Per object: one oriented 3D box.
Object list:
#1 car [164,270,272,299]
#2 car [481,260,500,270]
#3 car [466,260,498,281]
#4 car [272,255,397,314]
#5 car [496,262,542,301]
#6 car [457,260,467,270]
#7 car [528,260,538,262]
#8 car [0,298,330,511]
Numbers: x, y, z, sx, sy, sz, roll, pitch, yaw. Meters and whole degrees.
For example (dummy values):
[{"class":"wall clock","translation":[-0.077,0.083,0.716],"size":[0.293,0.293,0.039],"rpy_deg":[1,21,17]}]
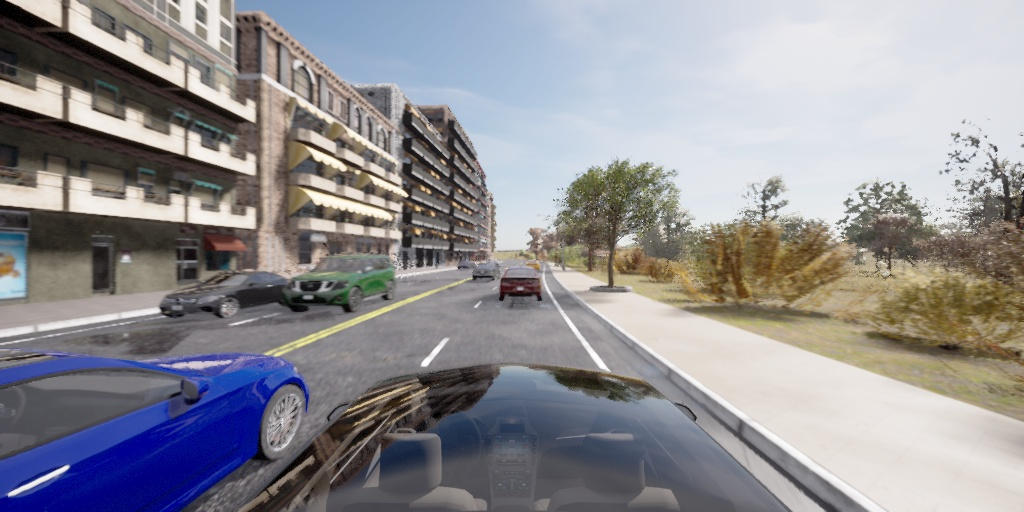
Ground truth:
[{"class":"car","translation":[-9.652,1.246,12.747],"size":[1.812,1.442,4.674],"rpy_deg":[0,0,2]},{"class":"car","translation":[-3.243,1.339,55.523],"size":[2.128,1.511,4.902],"rpy_deg":[0,0,6]},{"class":"car","translation":[-2.113,1.326,30.355],"size":[2.033,1.411,5.357],"rpy_deg":[0,0,4]},{"class":"car","translation":[-6.363,0.956,14.118],"size":[2.150,2.045,5.566],"rpy_deg":[0,0,2]},{"class":"car","translation":[0.456,1.240,17.684],"size":[1.882,1.535,5.008],"rpy_deg":[0,0,2]},{"class":"car","translation":[-6.723,1.372,53.244],"size":[2.033,1.411,5.357],"rpy_deg":[0,0,6]},{"class":"car","translation":[2.926,1.335,50.109],"size":[1.882,1.535,5.008],"rpy_deg":[0,0,5]},{"class":"car","translation":[-3.157,1.264,2.018],"size":[1.812,1.442,4.674],"rpy_deg":[0,0,0]}]
